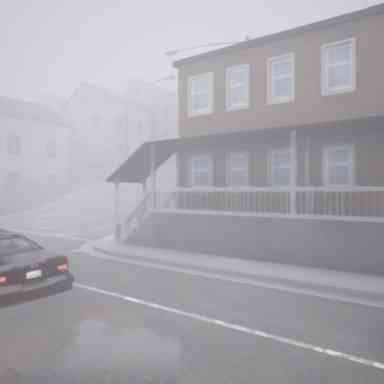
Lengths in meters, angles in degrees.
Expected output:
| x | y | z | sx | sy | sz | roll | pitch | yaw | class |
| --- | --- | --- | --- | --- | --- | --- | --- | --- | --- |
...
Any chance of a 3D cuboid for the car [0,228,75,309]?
| x | y | z | sx | sy | sz | roll | pitch | yaw | class |
| --- | --- | --- | --- | --- | --- | --- | --- | --- | --- |
| -4.907 | 1.539 | 7.502 | 5.357 | 1.411 | 2.033 | 0 | 0 | 36 | car |
